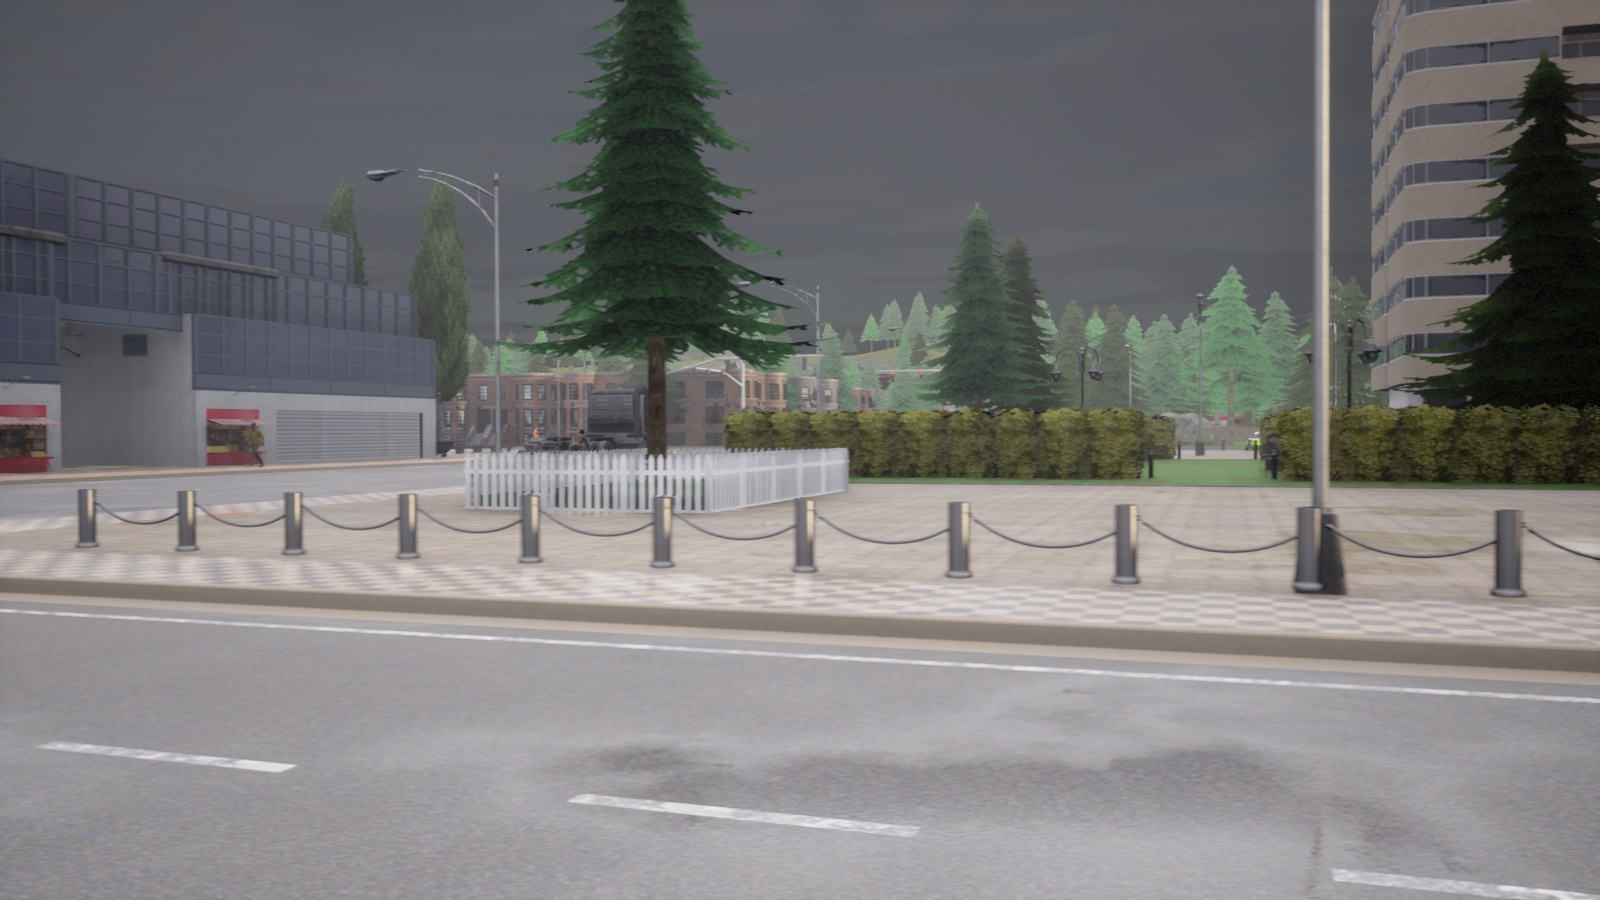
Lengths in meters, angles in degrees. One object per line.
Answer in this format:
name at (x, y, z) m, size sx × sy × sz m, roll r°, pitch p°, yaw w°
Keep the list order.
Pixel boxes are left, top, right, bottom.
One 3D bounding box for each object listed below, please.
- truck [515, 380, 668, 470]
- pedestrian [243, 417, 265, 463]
truck at (-8.511, -1.026, 52.378) m, size 2.891 × 3.462 × 7.936 m, roll 1°, pitch 1°, yaw 19°
pedestrian at (-21.829, -0.400, 50.174) m, size 0.431 × 1.840 × 0.709 m, roll 1°, pitch 1°, yaw 18°
